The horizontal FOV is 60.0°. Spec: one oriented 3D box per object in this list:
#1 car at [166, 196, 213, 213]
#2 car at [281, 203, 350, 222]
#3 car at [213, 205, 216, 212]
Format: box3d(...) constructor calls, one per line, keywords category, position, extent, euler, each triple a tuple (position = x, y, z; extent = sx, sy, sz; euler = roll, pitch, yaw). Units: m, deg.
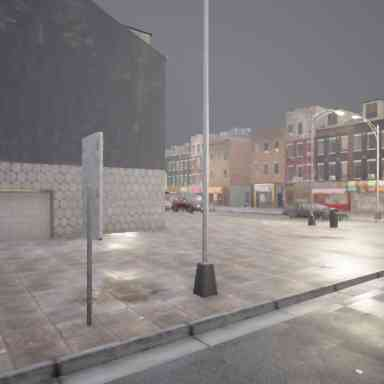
box3d(category="car", position=(-0.400, 1.411, 37.223), extent=(2.192, 1.841, 5.009), euler=(0, 0, -35))
box3d(category="car", position=(9.893, 1.602, 27.149), extent=(2.033, 1.411, 5.357), euler=(0, 0, -35))
box3d(category="car", position=(0.945, 1.635, 39.723), extent=(1.812, 1.442, 4.674), euler=(0, 0, -35))
